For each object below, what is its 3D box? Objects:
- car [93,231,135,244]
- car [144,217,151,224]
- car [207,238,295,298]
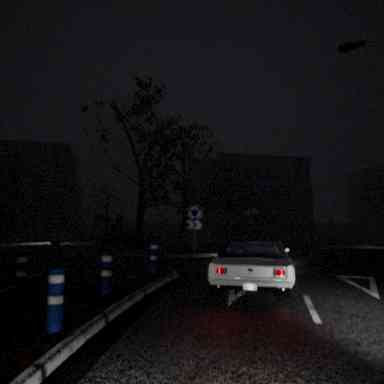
[{"bbox_3d":[-8.047,4.834,35.557,4.718,1.301,1.895,4,-7,-27],"label":"car"},{"bbox_3d":[-10.312,6.308,74.696,1.812,1.442,4.674,1,-1,-2],"label":"car"},{"bbox_3d":[1.754,1.939,9.260,1.895,1.301,4.718,-1,-5,13],"label":"car"}]
